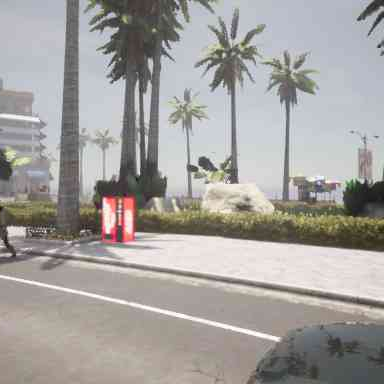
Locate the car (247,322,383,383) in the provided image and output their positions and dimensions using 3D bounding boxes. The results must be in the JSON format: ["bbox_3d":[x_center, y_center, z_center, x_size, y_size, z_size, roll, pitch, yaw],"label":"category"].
[{"bbox_3d":[2.364,1.563,2.043,4.181,1.385,1.994,0,0,35],"label":"car"}]

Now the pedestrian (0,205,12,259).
[{"bbox_3d":[-6.269,1.294,10.873,0.375,1.860,0.375,0,0,26],"label":"pedestrian"}]

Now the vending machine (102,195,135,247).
[{"bbox_3d":[-3.134,1.195,14.185,0.880,2.100,1.100,0,0,27],"label":"vending machine"}]
